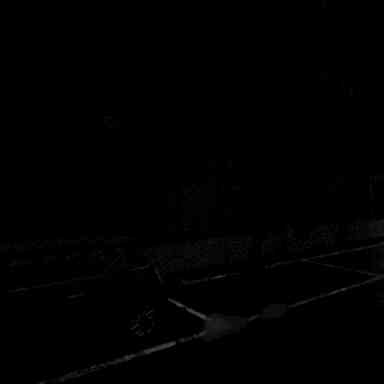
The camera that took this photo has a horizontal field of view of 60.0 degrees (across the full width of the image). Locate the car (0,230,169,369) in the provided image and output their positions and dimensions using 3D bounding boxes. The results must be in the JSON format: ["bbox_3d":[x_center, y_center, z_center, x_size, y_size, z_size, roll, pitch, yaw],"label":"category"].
[{"bbox_3d":[-2.457,1.436,4.782,4.097,1.590,1.967,0,0,-35],"label":"car"}]
